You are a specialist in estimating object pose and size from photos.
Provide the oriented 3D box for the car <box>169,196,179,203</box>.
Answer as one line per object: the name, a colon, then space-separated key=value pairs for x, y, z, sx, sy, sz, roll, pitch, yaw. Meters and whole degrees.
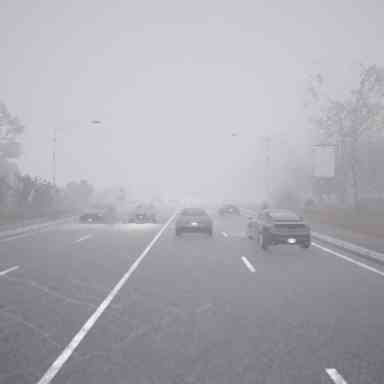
car: x=-3.562 y=1.563 z=66.945 sx=1.994 sy=1.385 sz=4.181 roll=0 pitch=0 yaw=0

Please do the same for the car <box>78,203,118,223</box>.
car: x=-7.092 y=1.550 z=25.859 sx=2.033 sy=1.411 sz=5.357 roll=0 pitch=0 yaw=0

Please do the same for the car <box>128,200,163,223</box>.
car: x=-3.591 y=1.567 z=25.280 sx=1.994 sy=1.385 sz=4.181 roll=0 pitch=0 yaw=0

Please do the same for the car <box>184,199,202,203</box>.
car: x=0.123 y=1.530 z=36.307 sx=1.812 sy=1.442 sz=4.674 roll=0 pitch=0 yaw=0

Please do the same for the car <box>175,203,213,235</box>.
car: x=0.106 y=1.566 z=18.716 sx=1.994 sy=1.385 sz=4.181 roll=0 pitch=0 yaw=0

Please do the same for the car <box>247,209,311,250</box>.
car: x=3.603 y=1.506 z=14.435 sx=1.837 sy=1.490 sz=4.892 roll=0 pitch=0 yaw=0

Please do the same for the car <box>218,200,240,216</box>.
car: x=3.609 y=1.529 z=33.080 sx=1.812 sy=1.442 sz=4.674 roll=0 pitch=0 yaw=0

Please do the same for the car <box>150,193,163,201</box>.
car: x=-7.054 y=1.228 z=66.946 sx=2.150 sy=2.045 sz=5.566 roll=0 pitch=0 yaw=-1
